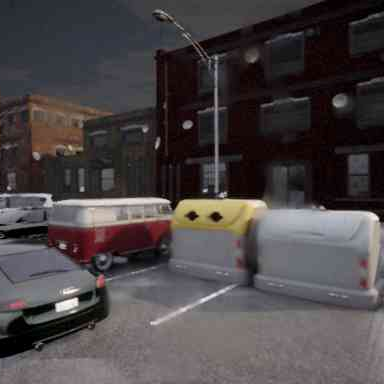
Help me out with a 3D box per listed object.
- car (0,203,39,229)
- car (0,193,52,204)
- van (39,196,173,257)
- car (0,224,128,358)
[{"bbox_3d":[-6.790,1.401,13.777,2.163,1.488,4.792,1,0,36],"label":"car"},{"bbox_3d":[-9.030,1.092,15.379,2.435,2.045,5.566,1,0,36],"label":"car"},{"bbox_3d":[-2.213,1.195,10.685,1.878,1.987,4.442,1,0,36],"label":"van"},{"bbox_3d":[-3.363,1.520,5.783,4.181,1.385,1.994,1,0,36],"label":"car"}]
